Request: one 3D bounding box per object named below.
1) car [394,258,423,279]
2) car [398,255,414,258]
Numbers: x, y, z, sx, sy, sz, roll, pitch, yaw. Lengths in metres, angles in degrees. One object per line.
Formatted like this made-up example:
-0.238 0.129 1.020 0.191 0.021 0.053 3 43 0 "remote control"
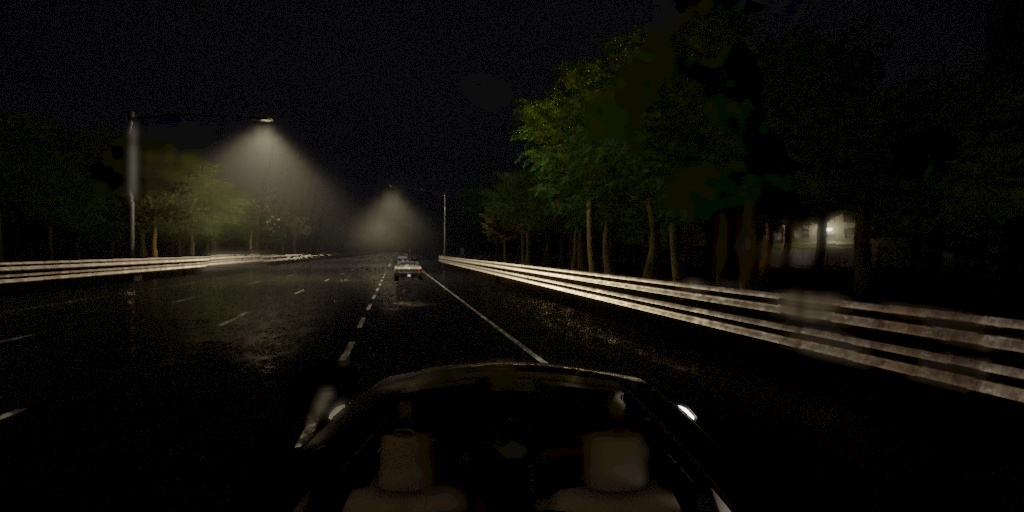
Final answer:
-7.785 1.010 26.776 1.895 1.301 4.718 0 1 -18 "car"
-14.867 0.649 48.995 2.033 1.411 5.357 0 1 -16 "car"
